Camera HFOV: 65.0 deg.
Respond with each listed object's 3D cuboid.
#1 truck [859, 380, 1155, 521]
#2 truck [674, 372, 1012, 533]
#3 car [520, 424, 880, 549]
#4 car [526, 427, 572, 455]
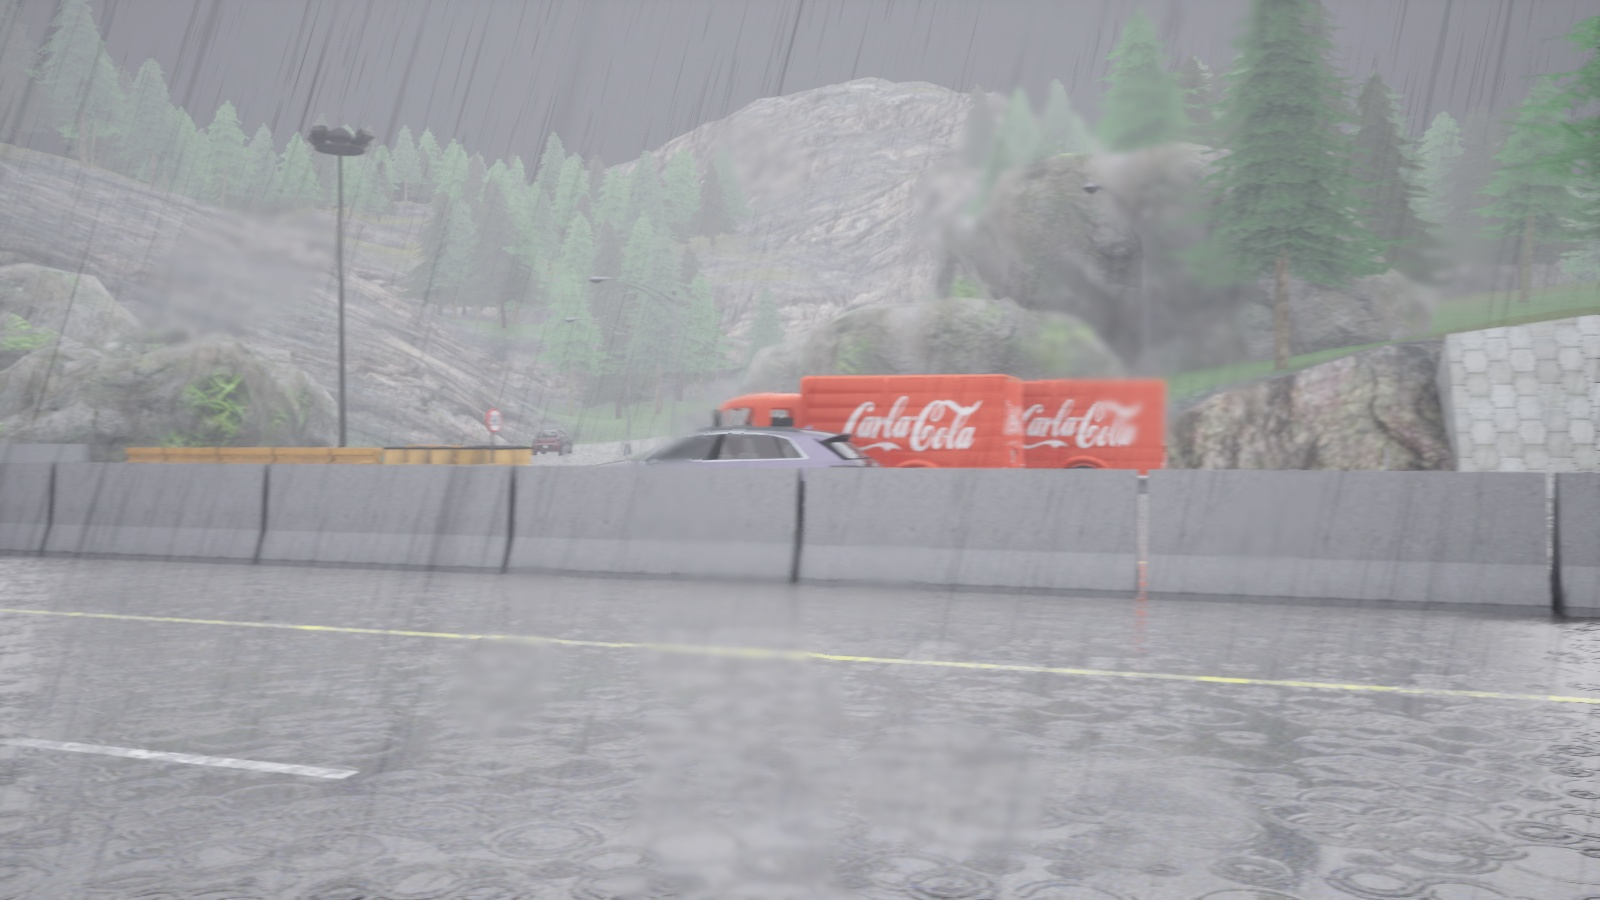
[{"bbox_3d":[4.000,-0.030,23.995,5.204,2.467,2.627,1,1,19],"label":"truck"},{"bbox_3d":[0.783,0.000,21.385,5.204,2.467,2.627,1,1,19],"label":"truck"},{"bbox_3d":[-1.447,0.455,18.448,4.856,1.649,2.033,1,1,19],"label":"car"},{"bbox_3d":[-14.349,-0.542,71.907,1.816,1.474,4.193,0,2,0],"label":"car"}]
